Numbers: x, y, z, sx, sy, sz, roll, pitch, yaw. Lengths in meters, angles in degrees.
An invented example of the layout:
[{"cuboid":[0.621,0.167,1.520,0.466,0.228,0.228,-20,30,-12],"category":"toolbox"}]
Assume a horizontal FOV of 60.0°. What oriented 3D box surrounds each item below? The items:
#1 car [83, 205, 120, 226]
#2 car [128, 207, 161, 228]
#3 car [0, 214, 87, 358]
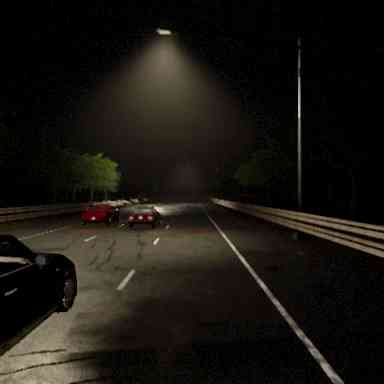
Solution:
[{"cuboid":[-6.878,1.716,25.672,1.882,1.535,5.008,0,-1,0],"category":"car"},{"cuboid":[-3.376,1.774,24.368,2.033,1.411,5.357,0,-1,0],"category":"car"},{"cuboid":[-3.395,1.399,4.968,2.097,1.767,4.553,0,-1,0],"category":"car"}]
